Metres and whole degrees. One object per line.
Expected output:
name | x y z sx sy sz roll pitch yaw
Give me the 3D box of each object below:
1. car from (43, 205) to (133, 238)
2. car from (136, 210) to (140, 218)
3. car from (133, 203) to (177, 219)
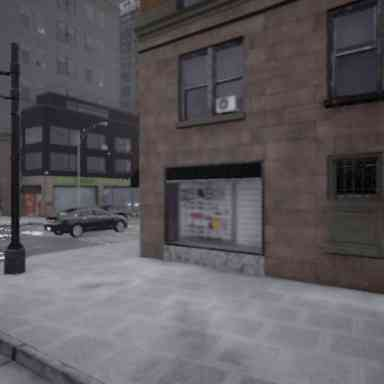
car | -5.766 1.604 18.625 1.837 1.490 4.892 0 0 35
car | -6.712 1.713 27.086 1.947 1.339 4.313 -1 -1 35
car | -3.432 1.763 31.702 1.802 1.307 4.206 -1 -1 35
